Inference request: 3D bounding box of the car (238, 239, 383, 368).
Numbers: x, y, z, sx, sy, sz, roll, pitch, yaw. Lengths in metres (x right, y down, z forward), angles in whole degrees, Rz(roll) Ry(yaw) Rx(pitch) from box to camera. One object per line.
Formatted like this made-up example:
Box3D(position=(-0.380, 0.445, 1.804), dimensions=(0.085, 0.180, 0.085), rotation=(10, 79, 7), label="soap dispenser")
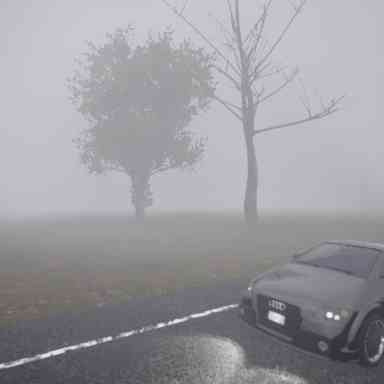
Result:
Box3D(position=(2.814, 1.574, 5.786), dimensions=(4.181, 1.385, 1.994), rotation=(0, 0, -35), label="car")
